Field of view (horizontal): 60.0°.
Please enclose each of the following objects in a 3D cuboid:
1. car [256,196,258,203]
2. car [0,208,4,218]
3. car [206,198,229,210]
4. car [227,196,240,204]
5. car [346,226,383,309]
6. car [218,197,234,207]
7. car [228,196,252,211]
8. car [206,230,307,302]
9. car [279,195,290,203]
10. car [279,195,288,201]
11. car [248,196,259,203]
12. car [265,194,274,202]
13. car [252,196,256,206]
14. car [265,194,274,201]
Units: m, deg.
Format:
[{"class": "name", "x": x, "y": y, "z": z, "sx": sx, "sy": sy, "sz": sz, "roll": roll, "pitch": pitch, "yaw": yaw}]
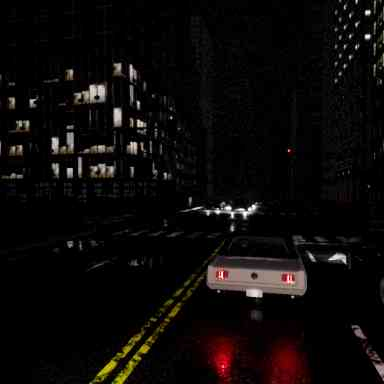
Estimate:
[{"class": "car", "x": 10.386, "y": 1.559, "z": 59.544, "sx": 1.895, "sy": 1.301, "sz": 4.718, "roll": 0, "pitch": 0, "yaw": 14}, {"class": "car", "x": -17.310, "y": 1.434, "z": 26.693, "sx": 4.313, "sy": 1.339, "sz": 1.947, "roll": 1, "pitch": 1, "yaw": 14}, {"class": "car", "x": 3.151, "y": 1.524, "z": 43.182, "sx": 2.033, "sy": 1.411, "sz": 5.357, "roll": 0, "pitch": 0, "yaw": 13}, {"class": "car", "x": 7.923, "y": 1.460, "z": 63.175, "sx": 1.837, "sy": 1.490, "sz": 4.892, "roll": 0, "pitch": 0, "yaw": 14}, {"class": "car", "x": 4.838, "y": 1.501, "z": 7.449, "sx": 1.837, "sy": 1.490, "sz": 4.892, "roll": 0, "pitch": 0, "yaw": 13}, {"class": "car", "x": 5.485, "y": 1.567, "z": 53.048, "sx": 1.895, "sy": 1.301, "sz": 4.718, "roll": 0, "pitch": 0, "yaw": 13}, {"class": "car", "x": 5.918, "y": 1.503, "z": 40.739, "sx": 1.812, "sy": 1.442, "sz": 4.674, "roll": 0, "pitch": 0, "yaw": 13}, {"class": "car", "x": 1.709, "y": 1.597, "z": 8.353, "sx": 1.895, "sy": 1.301, "sz": 4.718, "roll": 0, "pitch": 0, "yaw": 14}, {"class": "car", "x": 19.520, "y": 1.474, "z": 69.640, "sx": 2.033, "sy": 1.411, "sz": 5.357, "roll": 0, "pitch": 0, "yaw": 13}, {"class": "car", "x": 21.920, "y": 1.355, "z": 79.808, "sx": 1.895, "sy": 1.301, "sz": 4.718, "roll": 0, "pitch": 0, "yaw": 13}, {"class": "car", "x": 12.863, "y": 1.485, "z": 69.737, "sx": 2.033, "sy": 1.411, "sz": 5.357, "roll": 0, "pitch": 0, "yaw": 13}, {"class": "car", "x": 16.459, "y": 1.530, "z": 70.823, "sx": 1.895, "sy": 1.301, "sz": 4.718, "roll": 0, "pitch": 0, "yaw": 13}, {"class": "car", "x": 8.043, "y": 1.460, "z": 49.739, "sx": 2.128, "sy": 1.511, "sz": 4.902, "roll": 0, "pitch": 0, "yaw": 13}, {"class": "car", "x": 18.750, "y": 1.286, "z": 80.526, "sx": 2.128, "sy": 1.511, "sz": 4.902, "roll": 0, "pitch": 0, "yaw": 13}]
